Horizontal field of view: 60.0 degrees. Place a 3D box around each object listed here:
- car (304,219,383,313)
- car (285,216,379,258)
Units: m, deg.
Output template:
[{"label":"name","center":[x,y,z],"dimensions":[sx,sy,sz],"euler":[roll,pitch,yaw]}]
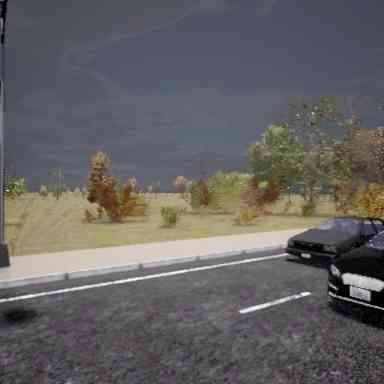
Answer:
[{"label":"car","center":[4.913,1.518,7.230],"dimensions":[4.902,1.511,2.128],"euler":[0,0,-36]},{"label":"car","center":[5.654,1.578,11.777],"dimensions":[5.357,1.411,2.033],"euler":[0,0,-36]}]
